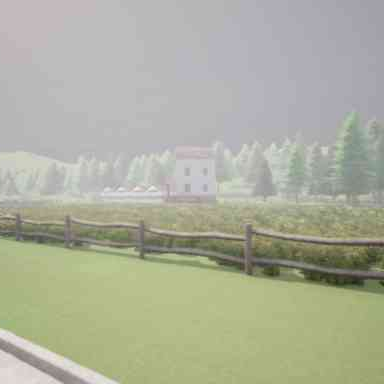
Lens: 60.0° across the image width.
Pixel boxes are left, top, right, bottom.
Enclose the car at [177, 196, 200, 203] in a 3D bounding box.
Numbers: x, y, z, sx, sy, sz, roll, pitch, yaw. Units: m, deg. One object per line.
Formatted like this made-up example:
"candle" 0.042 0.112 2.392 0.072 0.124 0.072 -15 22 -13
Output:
"car" -0.666 1.589 66.459 4.605 1.855 1.932 -1 0 35
